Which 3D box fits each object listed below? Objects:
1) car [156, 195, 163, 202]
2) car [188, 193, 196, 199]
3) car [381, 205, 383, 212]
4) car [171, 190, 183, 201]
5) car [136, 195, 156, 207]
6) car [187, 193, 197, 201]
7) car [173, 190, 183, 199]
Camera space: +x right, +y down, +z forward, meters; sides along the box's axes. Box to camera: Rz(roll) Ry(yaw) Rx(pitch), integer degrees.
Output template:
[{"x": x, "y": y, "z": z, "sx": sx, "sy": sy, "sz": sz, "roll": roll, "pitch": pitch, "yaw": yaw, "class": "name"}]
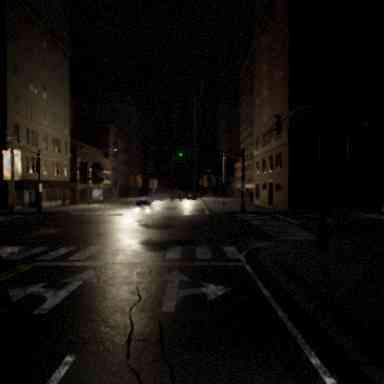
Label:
[{"x": -6.535, "y": 1.193, "z": 61.821, "sx": 1.994, "sy": 1.385, "sz": 4.181, "roll": 0, "pitch": 0, "yaw": 1, "class": "car"}, {"x": -0.013, "y": 0.961, "z": 79.486, "sx": 2.033, "sy": 1.411, "sz": 5.357, "roll": 0, "pitch": 0, "yaw": 0, "class": "car"}, {"x": 18.096, "y": 1.213, "z": 27.267, "sx": 4.674, "sy": 1.442, "sz": 1.812, "roll": 0, "pitch": 1, "yaw": 0, "class": "car"}, {"x": -3.261, "y": 0.812, "z": 69.094, "sx": 2.150, "sy": 2.045, "sz": 5.566, "roll": 0, "pitch": 0, "yaw": 0, "class": "car"}, {"x": -6.587, "y": 1.324, "z": 46.095, "sx": 1.895, "sy": 1.301, "sz": 4.718, "roll": 0, "pitch": 0, "yaw": 0, "class": "car"}, {"x": -0.011, "y": 1.088, "z": 69.066, "sx": 1.837, "sy": 1.490, "sz": 4.892, "roll": 0, "pitch": 0, "yaw": 0, "class": "car"}, {"x": -3.263, "y": 0.646, "z": 79.514, "sx": 2.150, "sy": 2.045, "sz": 5.566, "roll": 0, "pitch": 0, "yaw": 0, "class": "car"}]
